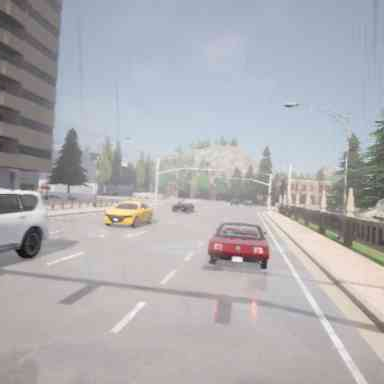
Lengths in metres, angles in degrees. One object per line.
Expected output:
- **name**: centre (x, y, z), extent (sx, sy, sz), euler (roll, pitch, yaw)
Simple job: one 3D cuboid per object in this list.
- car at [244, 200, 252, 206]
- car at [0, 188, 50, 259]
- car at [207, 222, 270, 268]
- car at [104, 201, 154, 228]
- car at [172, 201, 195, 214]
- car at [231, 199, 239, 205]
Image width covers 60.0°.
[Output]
- **car**: centre (14.306, 2.836, 84.326), extent (2.128, 1.511, 4.902), euler (4, 0, 9)
- **car**: centre (-6.005, 0.884, 8.636), extent (2.150, 2.045, 5.566), euler (4, 0, 10)
- **car**: centre (1.759, 1.769, 12.198), extent (1.895, 1.301, 4.718), euler (4, 0, 10)
- **car**: centre (-3.885, 1.336, 21.295), extent (1.882, 1.535, 5.008), euler (4, 0, 10)
- **car**: centre (-0.972, 1.726, 38.233), extent (1.895, 1.301, 4.718), euler (4, 0, 10)
- **car**: centre (10.862, 2.596, 84.901), extent (1.837, 1.490, 4.892), euler (4, 0, 9)
